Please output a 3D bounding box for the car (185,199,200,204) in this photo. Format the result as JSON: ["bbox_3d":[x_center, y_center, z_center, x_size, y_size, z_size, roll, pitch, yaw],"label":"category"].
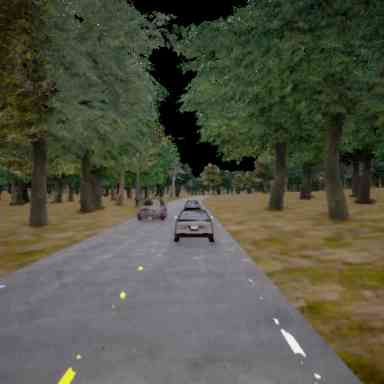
[{"bbox_3d":[0.085,1.574,39.989,1.994,1.385,4.181,0,0,0],"label":"car"}]

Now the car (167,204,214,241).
[{"bbox_3d":[0.094,1.545,16.533,2.033,1.411,5.357,0,0,0],"label":"car"}]

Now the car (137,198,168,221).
[{"bbox_3d":[-3.097,1.354,26.732,2.097,1.767,4.553,0,0,0],"label":"car"}]
